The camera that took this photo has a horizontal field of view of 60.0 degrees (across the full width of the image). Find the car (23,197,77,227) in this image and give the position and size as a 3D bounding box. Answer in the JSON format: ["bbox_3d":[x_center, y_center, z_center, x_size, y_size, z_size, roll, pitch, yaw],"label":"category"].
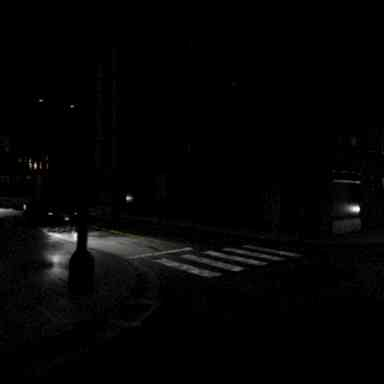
[{"bbox_3d":[-8.189,1.083,19.208,2.128,1.511,4.902,1,1,-43],"label":"car"}]
